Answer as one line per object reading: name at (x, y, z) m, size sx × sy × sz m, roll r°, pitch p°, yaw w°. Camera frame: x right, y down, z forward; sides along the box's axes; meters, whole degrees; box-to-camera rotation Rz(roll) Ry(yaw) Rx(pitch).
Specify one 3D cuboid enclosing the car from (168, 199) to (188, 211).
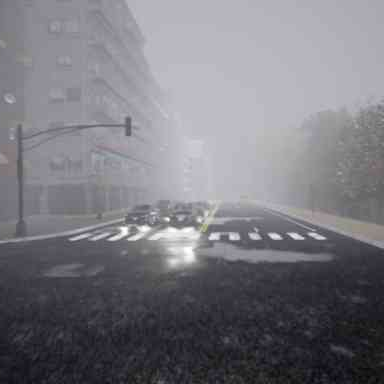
car at (-1.809, 1.788, 45.698) m, size 2.033 × 1.411 × 5.357 m, roll -1°, pitch 0°, yaw 6°

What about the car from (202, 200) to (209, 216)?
car at (0.368, 1.701, 35.041) m, size 2.033 × 1.411 × 5.357 m, roll -1°, pitch 0°, yaw 6°

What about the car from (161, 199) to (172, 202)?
car at (-2.885, 1.557, 35.150) m, size 2.097 × 1.767 × 4.553 m, roll -1°, pitch 0°, yaw 6°

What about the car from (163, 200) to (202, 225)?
car at (-0.616, 1.615, 25.343) m, size 2.128 × 1.511 × 4.902 m, roll -1°, pitch 0°, yaw 4°

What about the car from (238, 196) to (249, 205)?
car at (9.964, 1.505, 64.572) m, size 2.097 × 1.767 × 4.553 m, roll -1°, pitch 0°, yaw 6°

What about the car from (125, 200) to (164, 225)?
car at (-3.804, 1.680, 25.987) m, size 1.837 × 1.490 × 4.892 m, roll -1°, pitch 0°, yaw 6°
